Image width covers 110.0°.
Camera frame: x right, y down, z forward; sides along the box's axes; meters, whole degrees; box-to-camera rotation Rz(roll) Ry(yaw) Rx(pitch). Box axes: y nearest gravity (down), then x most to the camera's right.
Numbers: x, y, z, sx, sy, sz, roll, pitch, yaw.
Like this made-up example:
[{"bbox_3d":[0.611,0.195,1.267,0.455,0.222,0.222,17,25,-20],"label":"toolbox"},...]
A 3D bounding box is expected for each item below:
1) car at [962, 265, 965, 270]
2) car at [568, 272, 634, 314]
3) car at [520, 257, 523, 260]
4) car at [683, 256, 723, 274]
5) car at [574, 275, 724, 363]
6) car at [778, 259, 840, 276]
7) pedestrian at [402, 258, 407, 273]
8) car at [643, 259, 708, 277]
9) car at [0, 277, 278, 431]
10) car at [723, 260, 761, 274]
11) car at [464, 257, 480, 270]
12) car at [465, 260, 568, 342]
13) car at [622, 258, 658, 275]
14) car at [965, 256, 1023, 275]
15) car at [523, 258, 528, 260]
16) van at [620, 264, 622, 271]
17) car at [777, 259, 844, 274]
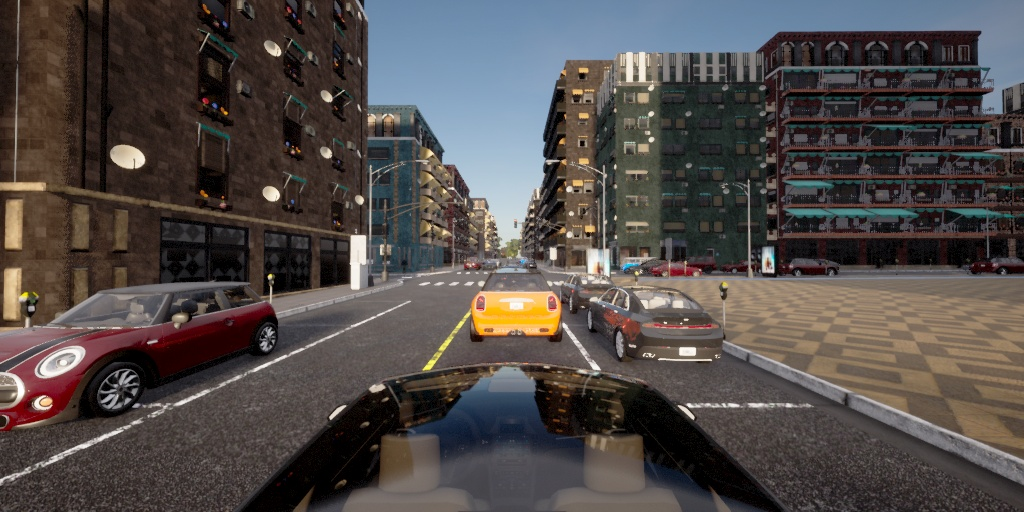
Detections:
[{"bbox_3d":[48.380,0.953,35.625,5.357,1.411,2.033,0,-1,1],"label":"car"},{"bbox_3d":[2.816,1.304,13.519,2.007,1.370,4.403,0,0,0],"label":"car"},{"bbox_3d":[0.075,1.259,49.326,2.128,1.511,4.902,0,0,0],"label":"car"},{"bbox_3d":[19.285,0.977,38.492,5.009,1.841,2.192,0,0,0],"label":"car"},{"bbox_3d":[2.818,1.302,7.949,2.007,1.370,4.403,0,0,0],"label":"car"},{"bbox_3d":[24.753,0.935,30.074,4.097,1.591,1.967,0,0,0],"label":"car"},{"bbox_3d":[-12.543,1.097,41.672,0.375,1.860,0.375,0,0,0],"label":"pedestrian"},{"bbox_3d":[13.698,1.162,30.149,4.207,1.307,1.802,0,0,0],"label":"car"},{"bbox_3d":[-5.821,1.191,5.711,1.967,1.591,4.097,0,0,0],"label":"car"},{"bbox_3d":[24.813,1.165,38.454,4.507,1.381,1.888,0,0,0],"label":"car"},{"bbox_3d":[-5.706,1.083,51.749,2.192,1.841,5.009,0,0,0],"label":"car"},{"bbox_3d":[0.095,1.104,9.928,2.097,1.767,4.553,0,0,0],"label":"car"},{"bbox_3d":[13.999,1.169,35.952,4.892,1.490,1.837,0,-1,0],"label":"car"},{"bbox_3d":[41.335,0.811,29.960,4.097,1.591,1.967,0,0,0],"label":"car"},{"bbox_3d":[2.674,1.334,51.712,1.948,1.339,4.313,0,0,0],"label":"car"},{"bbox_3d":[13.758,1.046,38.529,3.998,1.789,1.690,0,0,0],"label":"van"},{"bbox_3d":[29.774,1.036,35.837,4.902,1.511,2.128,0,-1,0],"label":"car"}]
